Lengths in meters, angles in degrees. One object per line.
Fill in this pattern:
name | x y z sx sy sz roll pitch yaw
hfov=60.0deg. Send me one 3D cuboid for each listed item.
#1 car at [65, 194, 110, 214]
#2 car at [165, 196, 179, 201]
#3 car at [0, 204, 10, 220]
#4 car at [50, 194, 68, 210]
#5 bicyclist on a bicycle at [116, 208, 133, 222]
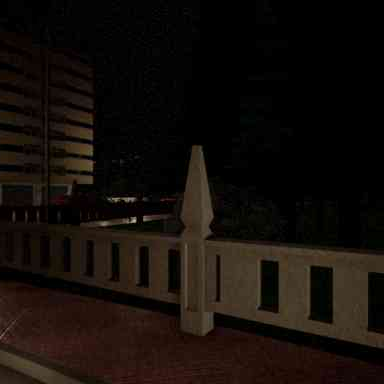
car | -10.826 1.407 35.936 2.097 1.767 4.553 0 0 29
car | -3.423 1.404 56.342 2.097 1.767 4.553 0 0 29
car | -16.529 1.546 25.641 2.128 1.511 4.902 0 0 29
car | -13.715 1.275 37.949 2.150 2.045 5.566 0 0 29
bicyclist on a bicycle | -4.880 1.356 24.007 1.656 1.620 0.582 0 0 29
